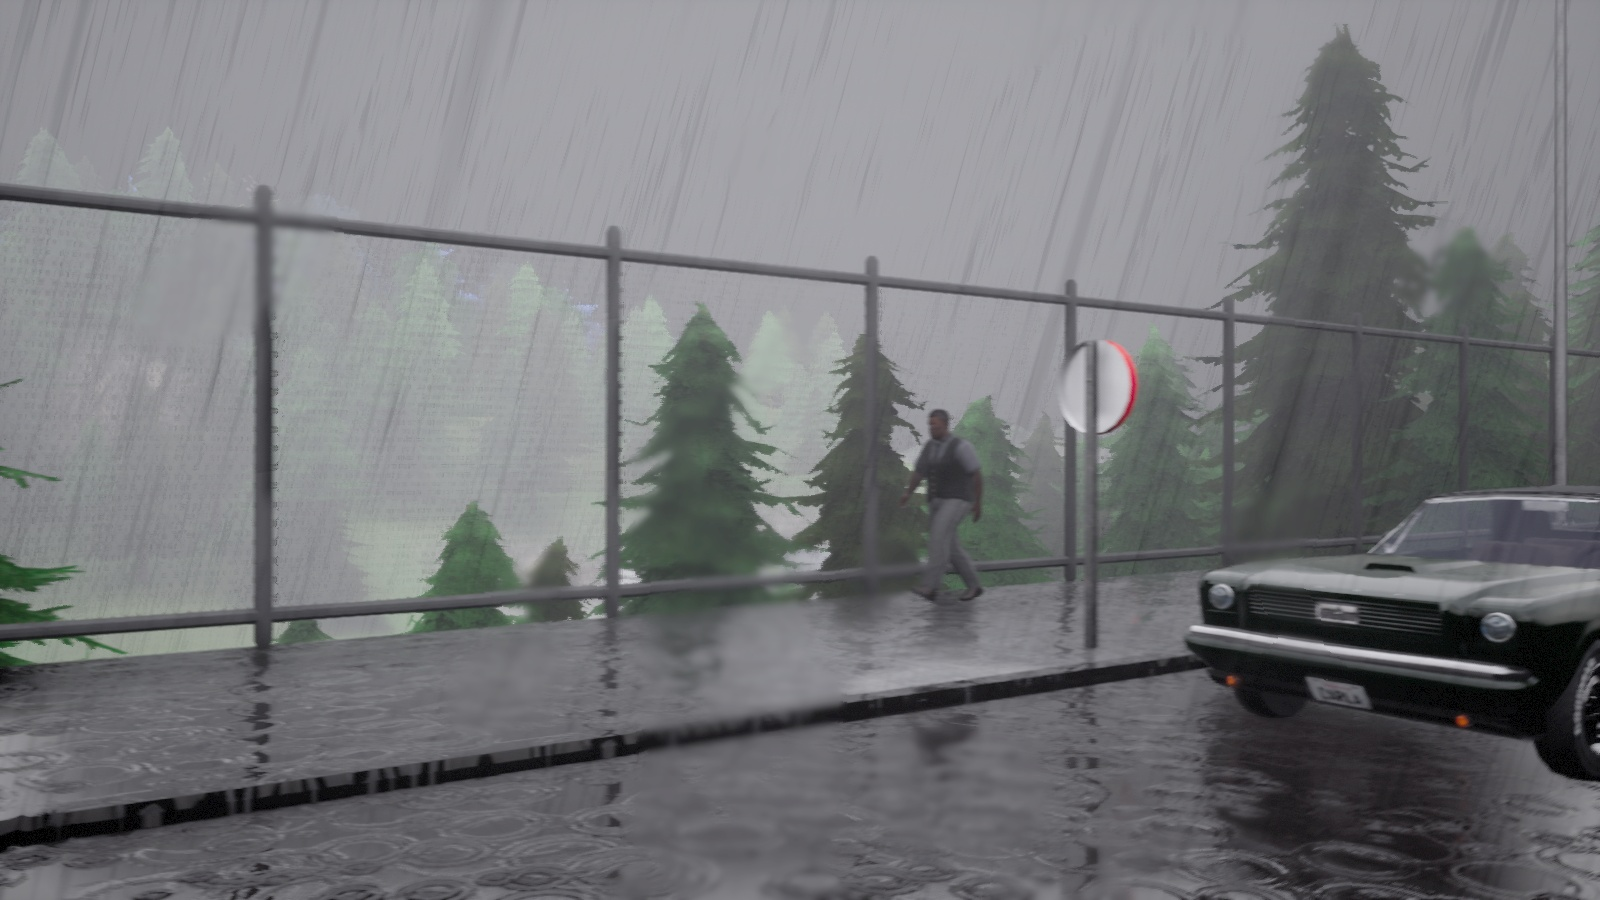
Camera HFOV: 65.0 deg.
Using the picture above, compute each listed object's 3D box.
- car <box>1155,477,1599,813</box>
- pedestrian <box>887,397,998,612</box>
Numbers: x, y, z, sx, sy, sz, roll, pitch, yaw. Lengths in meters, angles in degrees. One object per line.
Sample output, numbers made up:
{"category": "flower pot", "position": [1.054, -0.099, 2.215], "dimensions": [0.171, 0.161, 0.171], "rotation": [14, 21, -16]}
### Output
{"category": "car", "position": [4.388, 0.854, 7.314], "dimensions": [4.718, 1.301, 1.895], "rotation": [0, 0, -35]}
{"category": "pedestrian", "position": [1.310, 0.480, 11.516], "dimensions": [0.849, 1.883, 0.563], "rotation": [0, 0, -35]}
